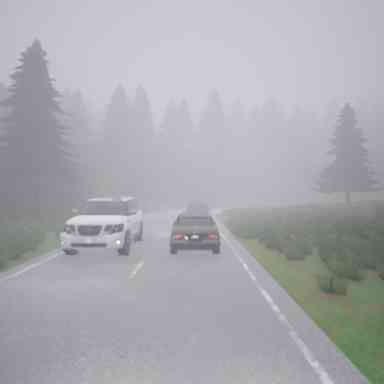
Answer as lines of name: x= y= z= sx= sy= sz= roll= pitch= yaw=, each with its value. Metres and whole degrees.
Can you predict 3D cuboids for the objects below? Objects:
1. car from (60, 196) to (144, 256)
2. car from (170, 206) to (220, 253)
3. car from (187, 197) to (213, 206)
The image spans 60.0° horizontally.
car: x=-3.297 y=1.203 z=13.348 sx=2.150 sy=2.045 sz=5.566 roll=0 pitch=0 yaw=0
car: x=0.104 y=1.529 z=13.555 sx=2.033 sy=1.411 sz=5.357 roll=0 pitch=0 yaw=0
car: x=0.896 y=1.307 z=33.553 sx=2.097 sy=1.767 sz=4.553 roll=0 pitch=0 yaw=11
